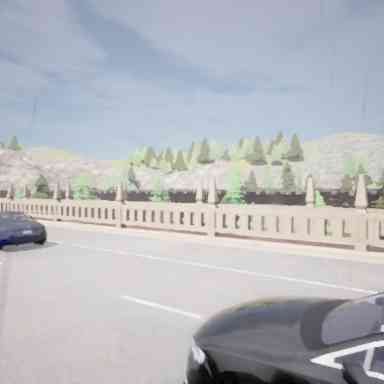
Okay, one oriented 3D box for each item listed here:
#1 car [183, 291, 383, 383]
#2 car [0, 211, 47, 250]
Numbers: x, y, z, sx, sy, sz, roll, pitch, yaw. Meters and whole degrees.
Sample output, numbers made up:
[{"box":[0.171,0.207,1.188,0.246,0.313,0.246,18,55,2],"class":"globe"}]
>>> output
[{"box":[2.167,1.494,2.446,4.902,1.511,2.128,0,0,36],"class":"car"},{"box":[-7.963,1.501,13.974,4.181,1.385,1.994,0,0,36],"class":"car"}]
